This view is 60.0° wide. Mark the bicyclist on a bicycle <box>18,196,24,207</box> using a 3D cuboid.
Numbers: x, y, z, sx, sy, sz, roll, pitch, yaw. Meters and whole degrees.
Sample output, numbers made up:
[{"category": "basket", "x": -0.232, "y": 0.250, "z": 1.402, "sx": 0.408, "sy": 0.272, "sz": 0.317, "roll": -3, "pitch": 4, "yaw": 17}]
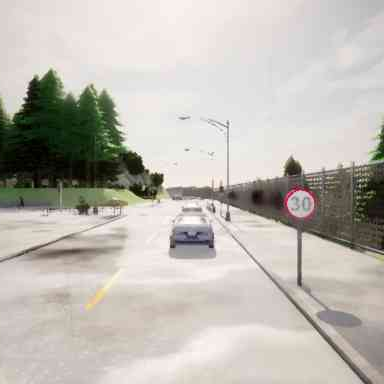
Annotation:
[{"category": "bicyclist on a bicycle", "x": -24.156, "y": 1.347, "z": 47.042, "sx": 0.582, "sy": 1.620, "sz": 1.656, "roll": 0, "pitch": 0, "yaw": 0}]

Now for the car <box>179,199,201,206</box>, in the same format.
[{"category": "car", "x": 0.000, "y": 1.562, "z": 29.650, "sx": 2.033, "sy": 1.411, "sz": 5.357, "roll": 0, "pitch": 0, "yaw": 0}]

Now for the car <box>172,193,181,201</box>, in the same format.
[{"category": "car", "x": -4.000, "y": 1.221, "z": 87.762, "sx": 2.150, "sy": 2.045, "sz": 5.566, "roll": 0, "pitch": 0, "yaw": 0}]

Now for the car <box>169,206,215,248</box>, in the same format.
[{"category": "car", "x": 0.000, "y": 1.562, "z": 14.650, "sx": 2.033, "sy": 1.411, "sz": 5.357, "roll": 0, "pitch": 0, "yaw": 0}]
